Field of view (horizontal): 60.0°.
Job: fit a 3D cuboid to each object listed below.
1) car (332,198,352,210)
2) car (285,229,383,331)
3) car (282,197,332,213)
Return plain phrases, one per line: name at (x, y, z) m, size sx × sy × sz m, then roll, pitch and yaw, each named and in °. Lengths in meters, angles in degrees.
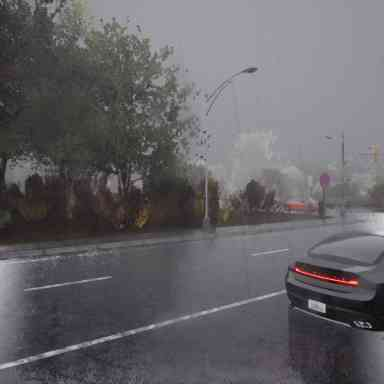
car at (17.698, 1.504, 42.221) m, size 1.837 × 1.490 × 4.892 m, roll 0°, pitch 0°, yaw -32°
car at (3.891, 1.505, 6.513) m, size 4.892 × 1.490 × 1.837 m, roll 0°, pitch 0°, yaw -35°
car at (12.566, 1.352, 36.862) m, size 2.097 × 1.767 × 4.553 m, roll 0°, pitch 0°, yaw -32°
